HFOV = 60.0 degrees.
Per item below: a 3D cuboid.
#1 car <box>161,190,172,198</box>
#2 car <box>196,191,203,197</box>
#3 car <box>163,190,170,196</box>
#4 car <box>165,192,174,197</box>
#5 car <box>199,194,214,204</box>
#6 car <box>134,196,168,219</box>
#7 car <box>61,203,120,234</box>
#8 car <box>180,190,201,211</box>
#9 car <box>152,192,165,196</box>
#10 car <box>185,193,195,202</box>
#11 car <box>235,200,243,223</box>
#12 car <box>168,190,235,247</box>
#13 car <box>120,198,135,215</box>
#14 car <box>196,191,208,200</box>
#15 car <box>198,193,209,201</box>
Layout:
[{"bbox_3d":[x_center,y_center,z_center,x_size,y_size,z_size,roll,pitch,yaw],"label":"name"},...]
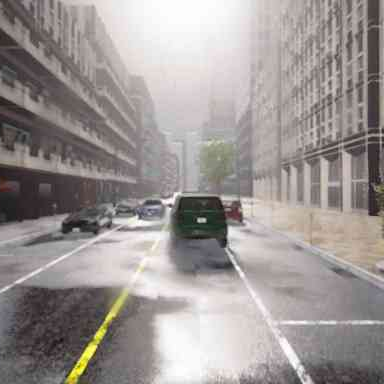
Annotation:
[{"bbox_3d":[-6.064,0.550,79.917,2.192,1.841,5.009,1,1,0],"label":"car"},{"bbox_3d":[1.993,0.573,91.220,1.967,1.590,4.097,1,1,0],"label":"car"},{"bbox_3d":[-6.023,0.853,74.273,1.947,1.339,4.313,1,1,0],"label":"car"},{"bbox_3d":[-6.155,0.699,91.211,1.947,1.339,4.313,1,1,0],"label":"car"},{"bbox_3d":[2.171,1.048,51.658,2.008,1.369,4.403,1,1,0],"label":"car"},{"bbox_3d":[-3.054,1.269,26.019,1.812,1.442,4.674,0,1,0],"label":"car"},{"bbox_3d":[-5.454,1.390,17.813,1.947,1.339,4.313,1,1,0],"label":"car"},{"bbox_3d":[-0.192,0.861,36.897,2.150,2.045,5.566,0,1,0],"label":"car"},{"bbox_3d":[-5.675,1.024,51.519,1.752,1.417,4.829,1,1,0],"label":"car"},{"bbox_3d":[-0.363,0.931,59.217,1.837,1.490,4.892,0,1,0],"label":"car"},{"bbox_3d":[2.393,1.209,23.397,1.967,1.590,4.097,1,1,0],"label":"car"},{"bbox_3d":[0.161,1.078,14.335,2.150,2.045,5.566,0,0,-4],"label":"car"},{"bbox_3d":[-5.507,1.264,29.105,2.008,1.369,4.403,1,1,0],"label":"car"},{"bbox_3d":[2.077,0.654,68.610,2.192,1.841,5.009,1,1,0],"label":"car"},{"bbox_3d":[2.085,0.936,62.960,1.887,1.381,4.507,1,1,0],"label":"car"}]
